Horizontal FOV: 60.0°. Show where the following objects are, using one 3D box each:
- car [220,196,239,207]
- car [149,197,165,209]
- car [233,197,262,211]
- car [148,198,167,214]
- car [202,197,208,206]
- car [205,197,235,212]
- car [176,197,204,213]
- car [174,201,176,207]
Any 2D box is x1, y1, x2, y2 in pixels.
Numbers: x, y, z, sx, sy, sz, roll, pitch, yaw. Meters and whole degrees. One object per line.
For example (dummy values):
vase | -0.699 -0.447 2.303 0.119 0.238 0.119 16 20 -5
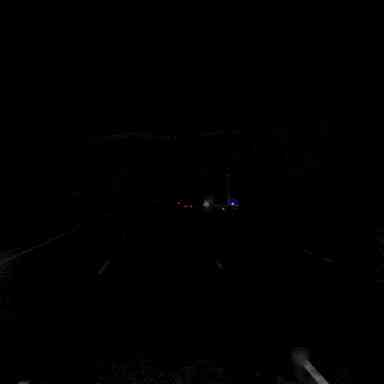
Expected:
car | 5.445 1.435 49.051 1.812 1.442 4.674 -1 0 -6
car | -4.998 1.561 47.966 2.128 1.511 4.902 -1 0 -6
car | 6.611 1.385 38.201 2.128 1.511 4.902 -1 0 -6
car | -3.814 1.544 36.956 2.128 1.511 4.902 -1 0 -6
car | 1.962 1.469 48.710 1.837 1.490 4.892 -1 0 -6
car | 3.130 1.547 37.854 1.895 1.301 4.718 -1 0 -6
car | -0.326 1.546 37.258 2.033 1.411 5.357 -1 0 -6
car | -1.482 1.563 47.992 2.033 1.411 5.357 -1 0 -6
